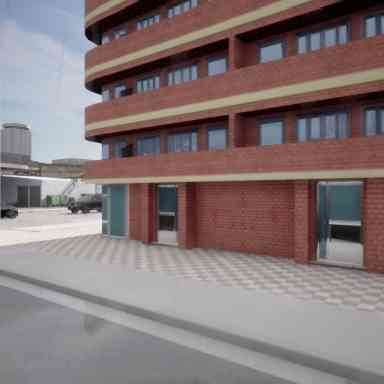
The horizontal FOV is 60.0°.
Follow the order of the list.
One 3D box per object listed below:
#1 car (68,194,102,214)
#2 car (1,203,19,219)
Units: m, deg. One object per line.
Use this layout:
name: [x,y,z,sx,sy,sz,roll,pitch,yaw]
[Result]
car: [-10.633,1.222,36.044,2.150,2.045,5.566,0,0,34]
car: [-16.601,1.564,27.299,1.994,1.385,4.181,0,0,34]
